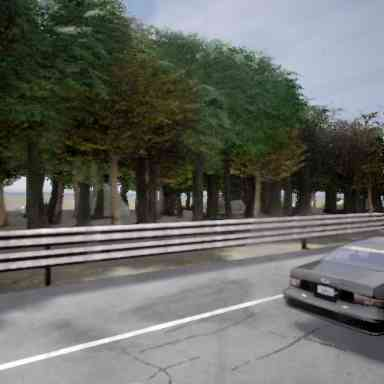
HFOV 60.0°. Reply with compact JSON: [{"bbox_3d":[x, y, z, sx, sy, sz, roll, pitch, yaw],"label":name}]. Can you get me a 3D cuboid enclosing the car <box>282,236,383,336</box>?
[{"bbox_3d":[4.173,1.641,6.724,5.357,1.411,2.033,1,-1,-35],"label":"car"}]
